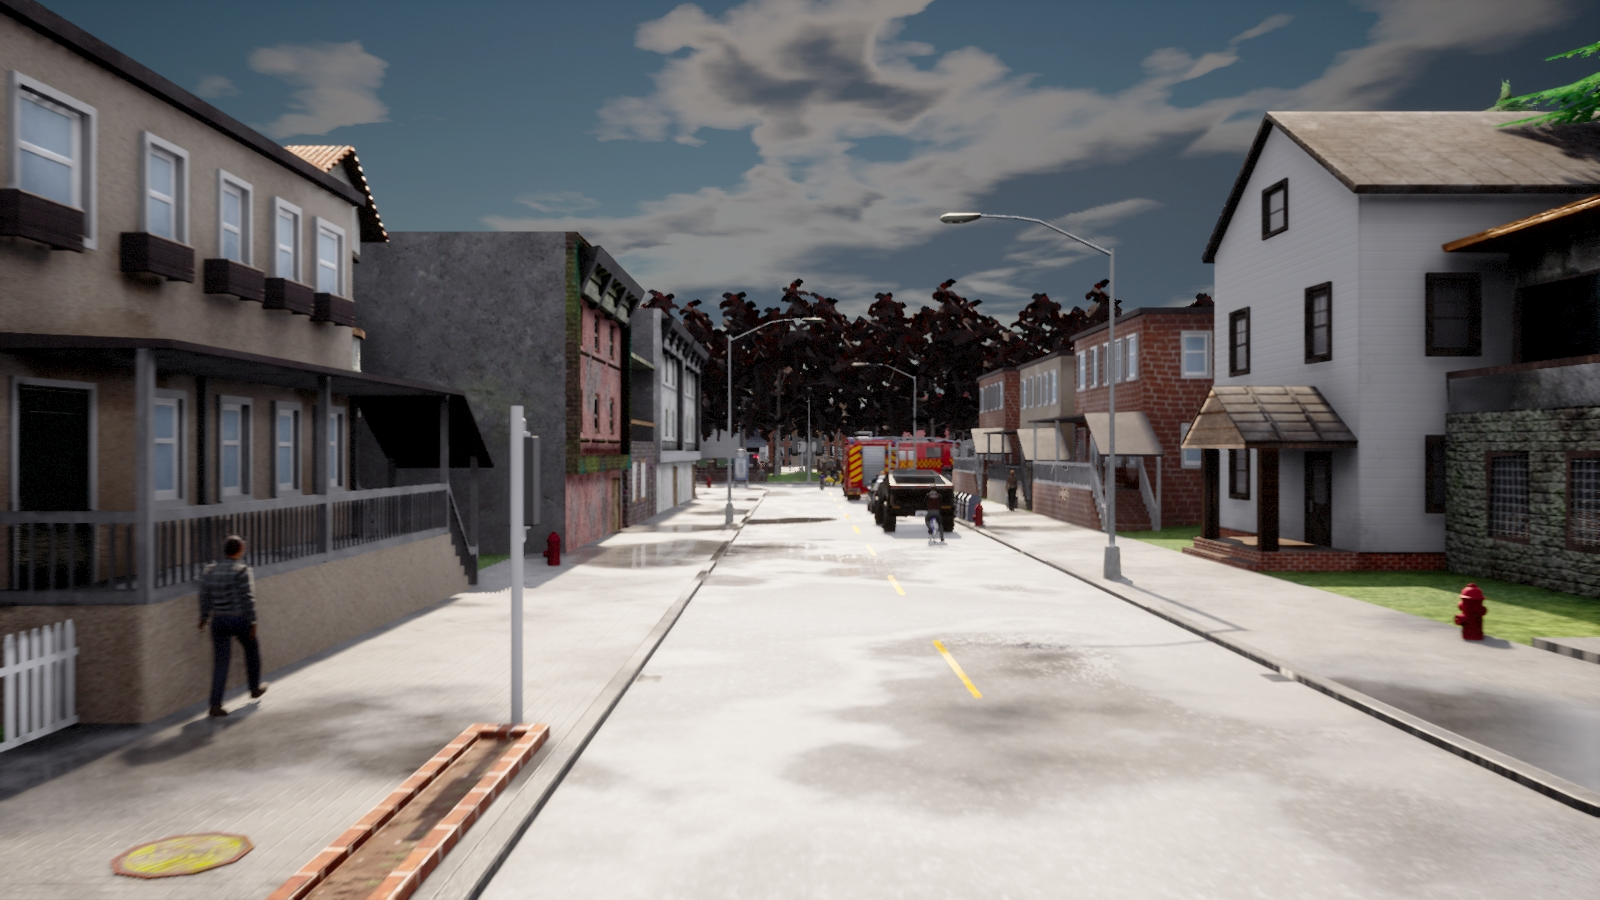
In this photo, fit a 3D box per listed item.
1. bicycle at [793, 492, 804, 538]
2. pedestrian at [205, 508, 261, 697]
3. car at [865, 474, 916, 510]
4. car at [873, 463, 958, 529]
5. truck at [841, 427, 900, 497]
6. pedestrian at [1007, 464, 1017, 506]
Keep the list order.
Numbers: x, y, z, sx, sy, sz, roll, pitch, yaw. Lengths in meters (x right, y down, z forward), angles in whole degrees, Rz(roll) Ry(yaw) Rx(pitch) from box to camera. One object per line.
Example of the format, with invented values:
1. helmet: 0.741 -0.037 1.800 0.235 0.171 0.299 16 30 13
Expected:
1. bicycle: -0.044 1.939 34.589 0.329 1.271 1.835 0 0 0
2. pedestrian: -5.729 1.523 11.554 0.375 1.860 0.375 0 0 4
3. car: 4.005 1.843 51.029 1.970 1.475 3.806 0 0 0
4. car: 4.003 1.532 40.634 2.390 2.098 6.274 0 0 0
5. truck: 3.999 0.669 66.693 2.891 3.827 8.468 0 0 0
6. pedestrian: 9.279 1.523 49.980 0.375 1.860 0.375 0 0 2
